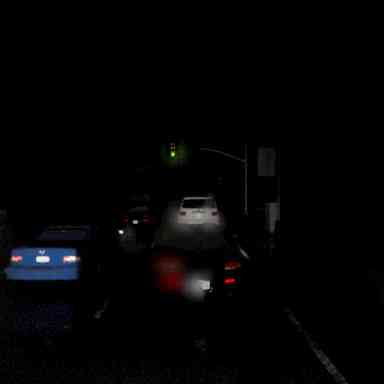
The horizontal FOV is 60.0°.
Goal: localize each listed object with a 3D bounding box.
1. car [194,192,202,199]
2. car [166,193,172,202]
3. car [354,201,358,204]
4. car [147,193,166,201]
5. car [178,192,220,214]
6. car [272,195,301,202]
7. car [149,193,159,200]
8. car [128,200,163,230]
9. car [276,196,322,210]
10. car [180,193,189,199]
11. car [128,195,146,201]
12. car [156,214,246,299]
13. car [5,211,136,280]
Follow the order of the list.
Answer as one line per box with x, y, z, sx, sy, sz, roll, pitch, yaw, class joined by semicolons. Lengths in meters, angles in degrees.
1.608;0.806;87.201;2.097;1.767;4.553;0;1;1;car
-5.760;1.295;68.371;1.994;1.385;4.181;0;0;1;car
23.807;1.412;44.152;4.181;1.385;1.994;0;0;-2;car
-6.051;1.269;57.192;1.882;1.535;5.008;0;0;2;car
0.368;1.181;18.527;2.150;2.045;5.566;0;0;1;car
12.776;1.201;43.746;4.553;1.767;2.097;0;0;-2;car
-9.038;1.079;79.176;1.882;1.535;5.008;0;1;1;car
-3.079;1.473;20.839;1.812;1.442;4.674;0;0;2;car
13.052;1.465;40.255;4.718;1.301;1.895;0;0;-2;car
-1.902;0.999;86.536;2.033;1.411;5.357;0;1;1;car
-9.567;1.320;56.633;1.812;1.442;4.674;0;0;1;car
0.203;1.516;8.341;1.812;1.442;4.674;0;0;1;car
-3.282;1.534;9.913;2.033;1.411;5.357;0;0;1;car
